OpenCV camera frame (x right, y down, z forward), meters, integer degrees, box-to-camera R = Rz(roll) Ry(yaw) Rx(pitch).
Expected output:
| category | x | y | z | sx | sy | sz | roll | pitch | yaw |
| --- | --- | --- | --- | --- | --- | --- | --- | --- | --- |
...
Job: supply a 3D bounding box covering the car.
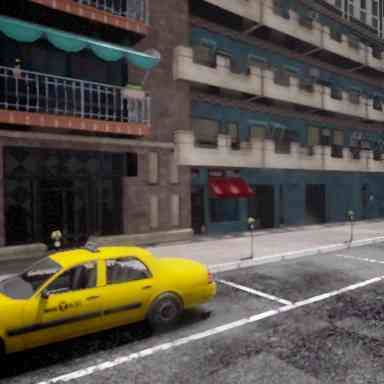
| category | x | y | z | sx | sy | sz | roll | pitch | yaw |
| --- | --- | --- | --- | --- | --- | --- | --- | --- | --- |
| car | -1.844 | 1.521 | 5.259 | 4.829 | 1.417 | 1.752 | 0 | -1 | -36 |
